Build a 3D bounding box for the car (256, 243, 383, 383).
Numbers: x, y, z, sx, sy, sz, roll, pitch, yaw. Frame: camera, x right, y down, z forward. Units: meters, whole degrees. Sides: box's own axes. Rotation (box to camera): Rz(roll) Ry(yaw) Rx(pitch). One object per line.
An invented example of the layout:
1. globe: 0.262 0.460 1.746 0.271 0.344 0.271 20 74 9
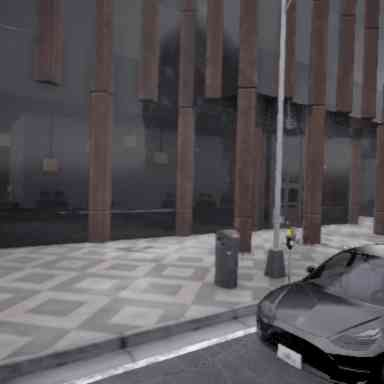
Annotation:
1. car: 2.935 1.541 5.036 4.313 1.339 1.947 1 1 -34
